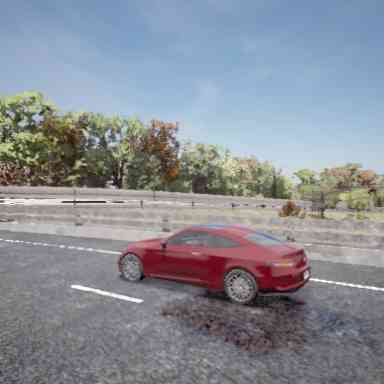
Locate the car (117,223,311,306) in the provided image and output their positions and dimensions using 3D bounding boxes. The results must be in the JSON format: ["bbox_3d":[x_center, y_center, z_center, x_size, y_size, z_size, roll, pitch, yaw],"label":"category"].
[{"bbox_3d":[0.333,1.460,7.838,4.674,1.442,1.812,0,0,33],"label":"car"}]
